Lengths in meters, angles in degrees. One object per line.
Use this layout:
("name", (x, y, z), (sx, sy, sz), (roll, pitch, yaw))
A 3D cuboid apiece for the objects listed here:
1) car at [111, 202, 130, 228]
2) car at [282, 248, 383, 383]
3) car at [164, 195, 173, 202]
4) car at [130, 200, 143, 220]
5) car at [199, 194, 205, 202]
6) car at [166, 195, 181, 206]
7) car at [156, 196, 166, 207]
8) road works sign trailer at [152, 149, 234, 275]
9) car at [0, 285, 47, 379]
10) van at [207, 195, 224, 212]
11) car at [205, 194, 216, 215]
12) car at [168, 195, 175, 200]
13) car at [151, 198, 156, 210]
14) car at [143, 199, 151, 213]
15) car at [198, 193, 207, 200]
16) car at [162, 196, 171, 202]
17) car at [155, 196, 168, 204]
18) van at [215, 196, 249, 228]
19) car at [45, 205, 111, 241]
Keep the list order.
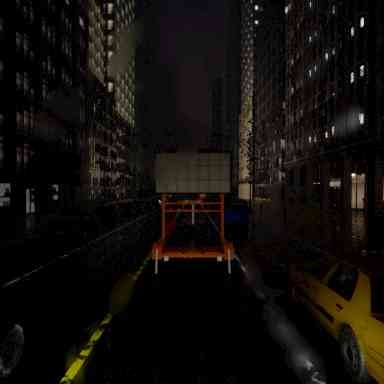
("car", (-5.658, 1.561, 22.105), (1.947, 1.339, 4.313), (-1, 0, 0))
("car", (2.690, 1.524, 5.208), (1.752, 1.417, 4.829), (-1, 0, 0))
("car", (-5.552, 1.420, 78.941), (1.967, 1.590, 4.097), (-1, 0, 0))
("car", (-5.648, 1.538, 27.789), (1.887, 1.381, 4.507), (-1, 0, 0))
("car", (2.797, 1.536, 61.874), (2.008, 1.369, 4.403), (-1, 0, 0))
("car", (-2.950, 1.339, 54.678), (2.097, 1.767, 4.553), (0, 0, 1))
("car", (-5.605, 1.539, 50.523), (2.008, 1.369, 4.403), (-1, 0, 0))
("road works sign trailer", (0.033, 0.462, 10.460), (2.380, 3.560, 2.880), (0, 0, 0))
("car", (-3.099, 1.600, 2.728), (1.895, 1.301, 4.718), (0, 0, 0))
("van", (2.752, 1.332, 39.140), (1.690, 1.788, 3.998), (-1, 0, 0))
("car", (2.741, 1.307, 33.457), (2.192, 1.841, 5.009), (-1, 0, 0))
("car", (-5.530, 1.502, 90.139), (1.752, 1.417, 4.829), (-1, 0, 0))
("car", (-5.626, 1.573, 39.156), (1.802, 1.307, 4.206), (-1, 0, 0))
("car", (-5.638, 1.543, 33.472), (2.008, 1.369, 4.403), (-1, 0, 0))
("car", (2.849, 1.291, 90.293), (2.192, 1.841, 5.009), (-1, 0, 0))
("car", (-5.562, 1.564, 73.258), (1.802, 1.307, 4.206), (-1, 0, 0))
("car", (-5.583, 1.536, 61.890), (2.008, 1.369, 4.403), (-1, 0, 0))
("van", (2.720, 1.336, 22.089), (1.690, 1.788, 3.998), (-1, 0, 0))
("car", (-5.669, 1.547, 16.421), (2.008, 1.369, 4.403), (-1, 0, 0))
